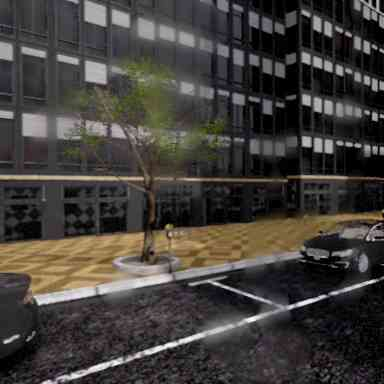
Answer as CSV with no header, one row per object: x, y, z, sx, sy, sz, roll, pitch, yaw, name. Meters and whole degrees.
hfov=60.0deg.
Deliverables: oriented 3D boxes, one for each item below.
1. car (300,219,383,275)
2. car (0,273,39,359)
5.149,1.538,10.240,4.403,1.369,2.008,0,0,-35,car
-4.106,1.553,3.641,4.403,1.369,2.008,0,0,-35,car
